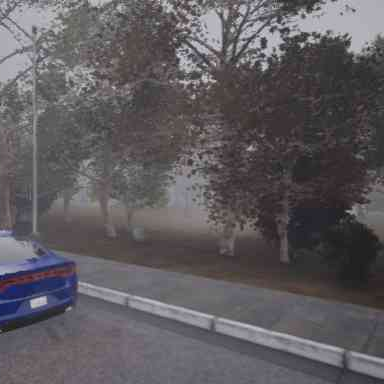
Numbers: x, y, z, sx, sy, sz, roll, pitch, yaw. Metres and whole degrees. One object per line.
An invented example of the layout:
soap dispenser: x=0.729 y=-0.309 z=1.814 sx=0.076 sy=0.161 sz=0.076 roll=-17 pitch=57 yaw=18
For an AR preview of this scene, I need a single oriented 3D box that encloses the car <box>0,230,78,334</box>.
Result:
car: x=-4.286 y=1.470 z=6.416 sx=5.008 sy=1.535 sz=1.882 roll=1 pitch=0 yaw=36
